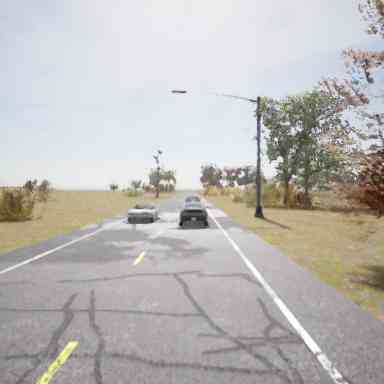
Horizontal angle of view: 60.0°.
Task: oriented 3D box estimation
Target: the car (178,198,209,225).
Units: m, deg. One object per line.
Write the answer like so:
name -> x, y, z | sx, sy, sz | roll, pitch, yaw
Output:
car -> 0.111, 1.425, 23.193 | 1.837, 1.490, 4.892 | 0, 0, 0

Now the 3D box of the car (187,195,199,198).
car -> 0.120, 1.203, 41.444 | 2.097, 1.767, 4.553 | 0, 0, 0

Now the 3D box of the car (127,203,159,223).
car -> -3.586, 1.514, 24.908 | 1.895, 1.301, 4.718 | 0, 0, 0
